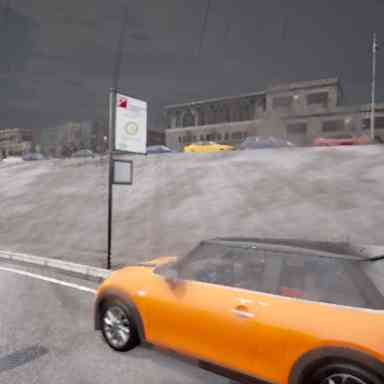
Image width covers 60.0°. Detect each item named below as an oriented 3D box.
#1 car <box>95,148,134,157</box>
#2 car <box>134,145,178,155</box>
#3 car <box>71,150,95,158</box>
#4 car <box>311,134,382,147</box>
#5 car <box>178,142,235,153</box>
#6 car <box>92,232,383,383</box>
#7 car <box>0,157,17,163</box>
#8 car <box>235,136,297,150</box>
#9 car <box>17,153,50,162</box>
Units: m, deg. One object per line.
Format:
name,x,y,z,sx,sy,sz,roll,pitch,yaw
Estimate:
car,-7.736,-4.086,36.293,4.892,1.521,2.231,1,1,34
car,-3.094,-3.919,33.259,4.674,1.452,2.002,2,1,33
car,-12.298,-4.196,39.399,4.892,1.521,2.231,1,1,34
car,11.352,-3.525,24.695,4.792,1.488,2.163,2,1,29
car,1.614,-3.826,30.324,5.008,1.535,2.097,2,1,32
car,0.663,1.362,4.685,4.553,1.767,2.097,0,0,36
car,-25.868,-4.444,48.667,4.674,1.452,2.002,1,1,34
car,6.364,-3.818,27.501,4.553,1.767,2.185,2,1,31
car,-21.330,-4.514,45.568,4.553,1.767,2.185,1,1,34
